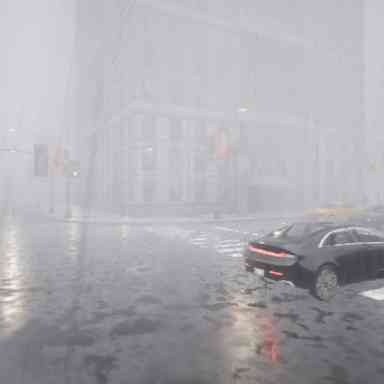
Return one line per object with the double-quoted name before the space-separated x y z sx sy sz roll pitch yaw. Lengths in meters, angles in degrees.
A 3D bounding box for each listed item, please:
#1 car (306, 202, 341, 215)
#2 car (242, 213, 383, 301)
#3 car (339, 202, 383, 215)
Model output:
"car" 10.398 1.468 24.011 5.008 1.535 1.882 0 0 -28
"car" 3.554 1.494 8.256 4.902 1.511 2.128 0 0 -28
"car" 12.044 1.539 20.926 5.357 1.411 2.033 0 0 -28
